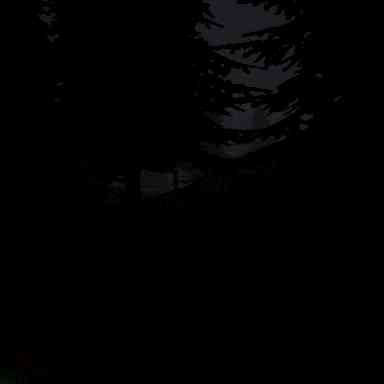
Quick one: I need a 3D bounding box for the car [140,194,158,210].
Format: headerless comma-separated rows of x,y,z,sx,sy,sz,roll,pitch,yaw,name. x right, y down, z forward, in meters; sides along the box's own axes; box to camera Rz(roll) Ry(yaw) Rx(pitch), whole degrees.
-6.466,1.206,39.262,2.150,2.045,5.566,0,0,37,car
